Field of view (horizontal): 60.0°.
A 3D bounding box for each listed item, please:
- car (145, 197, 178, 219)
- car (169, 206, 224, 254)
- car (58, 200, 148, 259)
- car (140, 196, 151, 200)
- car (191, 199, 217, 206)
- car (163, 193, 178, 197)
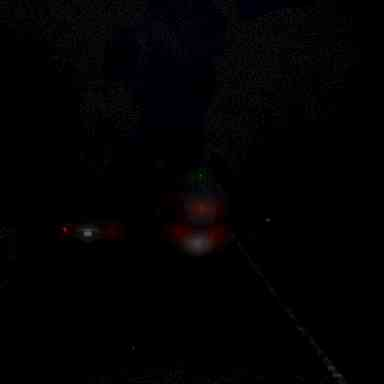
[{"bbox_3d":[-2.458,1.463,28.897,1.882,1.535,5.008,0,0,4],"label":"car"},{"bbox_3d":[0.309,1.519,13.377,1.812,1.442,4.674,0,0,2],"label":"car"},{"bbox_3d":[-3.221,1.344,12.671,2.097,1.767,4.553,0,0,2],"label":"car"},{"bbox_3d":[-7.451,1.448,55.781,1.882,1.535,5.008,0,0,6],"label":"car"},{"bbox_3d":[0.948,1.338,27.422,2.097,1.767,4.553,0,0,4],"label":"car"},{"bbox_3d":[-3.725,1.193,57.810,2.150,2.045,5.566,0,0,6],"label":"car"}]
